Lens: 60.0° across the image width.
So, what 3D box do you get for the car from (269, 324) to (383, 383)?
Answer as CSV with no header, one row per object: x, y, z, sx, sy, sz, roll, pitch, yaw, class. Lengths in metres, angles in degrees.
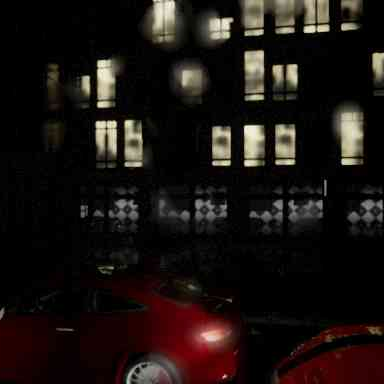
2.707,1.350,1.859,4.553,1.767,2.097,0,0,8,car

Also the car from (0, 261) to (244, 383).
-1.459,1.591,4.279,4.206,1.307,1.802,0,0,8,car
